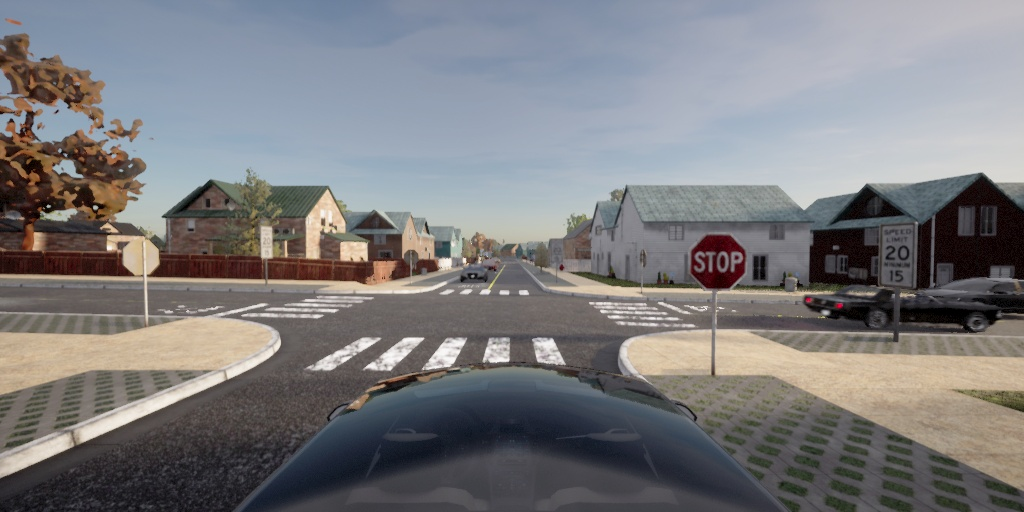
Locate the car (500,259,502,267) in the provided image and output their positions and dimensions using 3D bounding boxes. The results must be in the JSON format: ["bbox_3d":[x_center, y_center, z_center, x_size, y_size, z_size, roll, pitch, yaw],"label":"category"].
[{"bbox_3d":[-2.795,0.965,61.501,1.882,1.535,5.008,0,0,0],"label":"car"}]

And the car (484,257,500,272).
[{"bbox_3d":[-2.877,1.185,44.839,1.882,1.535,5.008,0,0,0],"label":"car"}]

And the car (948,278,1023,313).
[{"bbox_3d":[19.291,1.651,14.564,4.892,1.490,1.837,1,1,1],"label":"car"}]

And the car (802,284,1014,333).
[{"bbox_3d":[12.781,1.670,11.944,4.718,1.301,1.895,1,1,3],"label":"car"}]

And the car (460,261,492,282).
[{"bbox_3d":[-2.870,1.291,28.076,1.994,1.385,4.181,0,0,0],"label":"car"}]
